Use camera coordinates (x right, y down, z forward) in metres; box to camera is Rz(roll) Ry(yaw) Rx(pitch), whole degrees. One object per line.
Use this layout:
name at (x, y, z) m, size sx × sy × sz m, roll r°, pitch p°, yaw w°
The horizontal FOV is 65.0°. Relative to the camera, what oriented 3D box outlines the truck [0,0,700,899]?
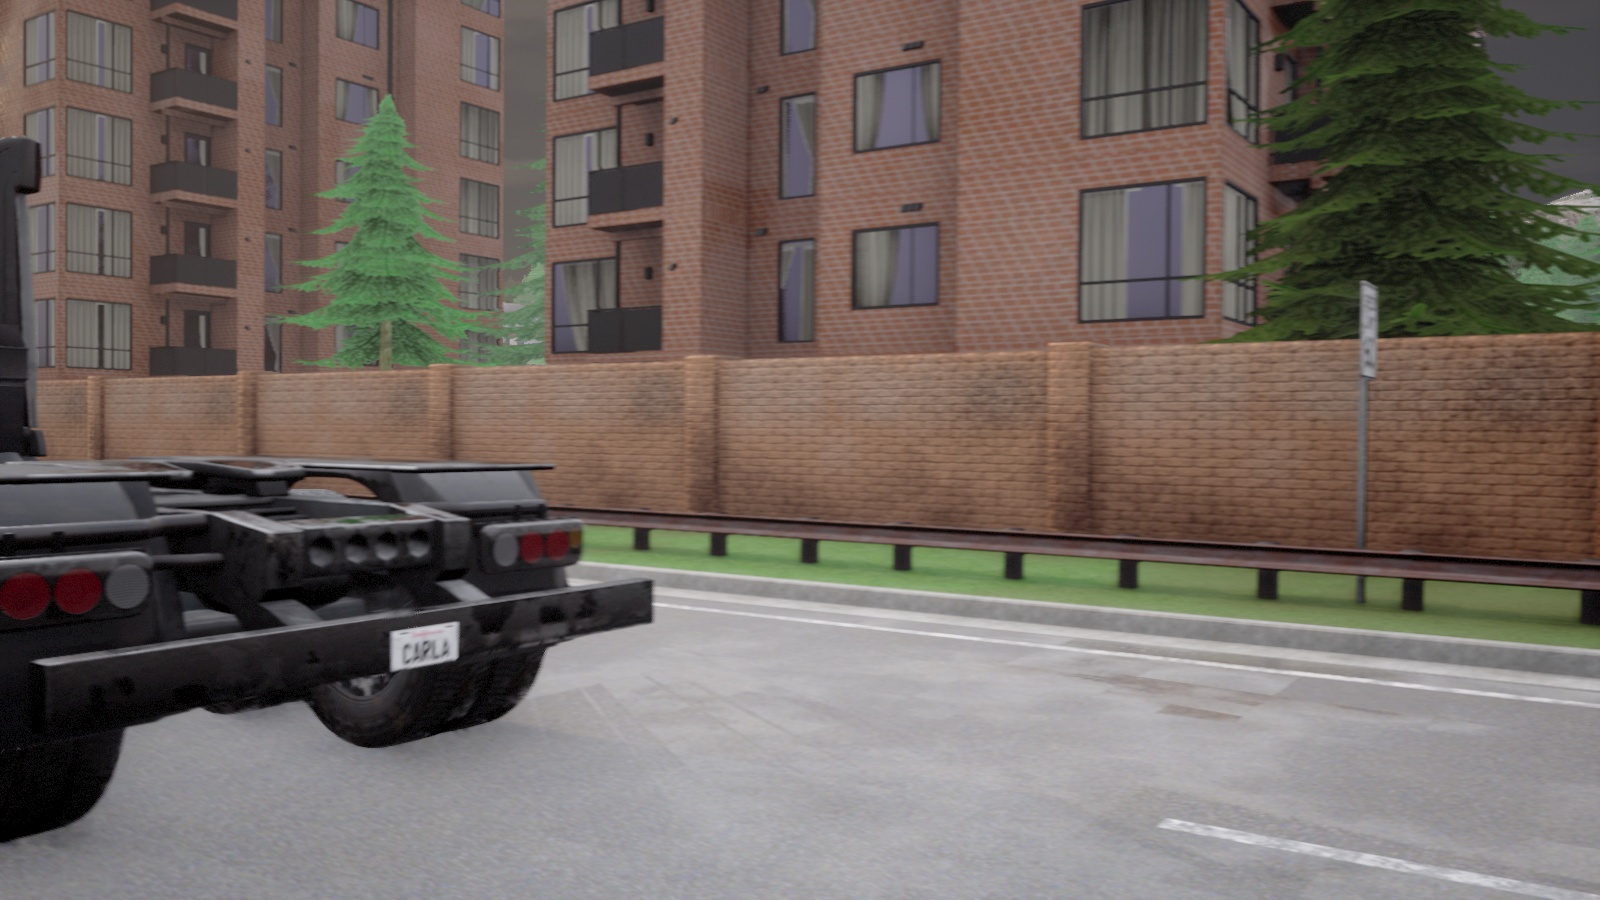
truck at (-4.573, -0.300, 6.643) m, size 7.936 × 3.462 × 2.891 m, roll 0°, pitch 1°, yaw 34°
